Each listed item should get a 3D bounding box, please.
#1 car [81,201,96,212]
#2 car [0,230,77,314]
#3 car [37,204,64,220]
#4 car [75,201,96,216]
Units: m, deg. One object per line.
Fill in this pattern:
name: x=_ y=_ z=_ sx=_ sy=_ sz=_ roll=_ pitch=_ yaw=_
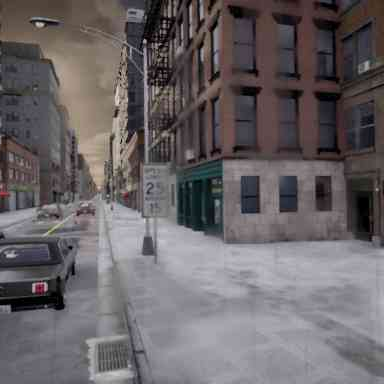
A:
car: x=-14.629 y=2.026 z=47.095 sx=1.812 sy=1.442 sz=4.674 roll=-1 pitch=-1 yaw=-15
car: x=-3.736 y=1.676 z=7.622 sx=1.895 sy=1.301 sz=4.718 roll=-1 pitch=0 yaw=-15
car: x=-13.805 y=1.905 z=32.547 sx=1.812 sy=1.442 sz=4.674 roll=-1 pitch=0 yaw=-15
car: x=-11.852 y=1.904 z=37.194 sx=1.812 sy=1.442 sz=4.674 roll=-1 pitch=0 yaw=-15
